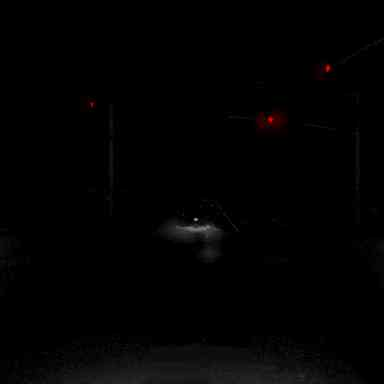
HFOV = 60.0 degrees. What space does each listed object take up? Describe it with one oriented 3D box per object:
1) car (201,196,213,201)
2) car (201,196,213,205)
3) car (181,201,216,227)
[{"bbox_3d":[1.681,1.491,38.451,1.812,1.442,4.674,0,0,3],"label":"car"},{"bbox_3d":[2.586,1.472,57.014,1.837,1.490,4.892,0,-1,3],"label":"car"},{"bbox_3d":[0.534,1.529,22.655,1.994,1.385,4.181,0,0,9],"label":"car"}]
